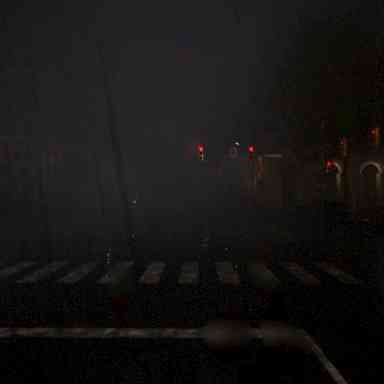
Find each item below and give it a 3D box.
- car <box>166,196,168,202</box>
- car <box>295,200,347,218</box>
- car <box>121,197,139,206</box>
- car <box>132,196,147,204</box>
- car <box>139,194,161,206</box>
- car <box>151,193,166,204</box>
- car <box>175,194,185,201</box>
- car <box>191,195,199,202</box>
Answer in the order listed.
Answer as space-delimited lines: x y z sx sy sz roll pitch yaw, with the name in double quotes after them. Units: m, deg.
-6.403 1.591 74.276 1.895 1.301 4.718 0 0 1 "car"
11.676 1.476 29.354 5.008 1.535 1.882 0 0 1 "car"
-10.220 1.545 54.400 2.033 1.411 5.357 0 0 1 "car"
-10.115 1.561 64.146 1.994 1.385 4.181 0 0 2 "car"
-6.726 1.544 54.231 2.033 1.411 5.357 0 0 1 "car"
-6.620 1.522 64.169 1.812 1.442 4.674 0 0 2 "car"
-2.829 1.275 78.693 2.097 1.767 4.553 0 0 1 "car"
0.671 1.446 78.666 2.128 1.511 4.902 0 0 1 "car"
